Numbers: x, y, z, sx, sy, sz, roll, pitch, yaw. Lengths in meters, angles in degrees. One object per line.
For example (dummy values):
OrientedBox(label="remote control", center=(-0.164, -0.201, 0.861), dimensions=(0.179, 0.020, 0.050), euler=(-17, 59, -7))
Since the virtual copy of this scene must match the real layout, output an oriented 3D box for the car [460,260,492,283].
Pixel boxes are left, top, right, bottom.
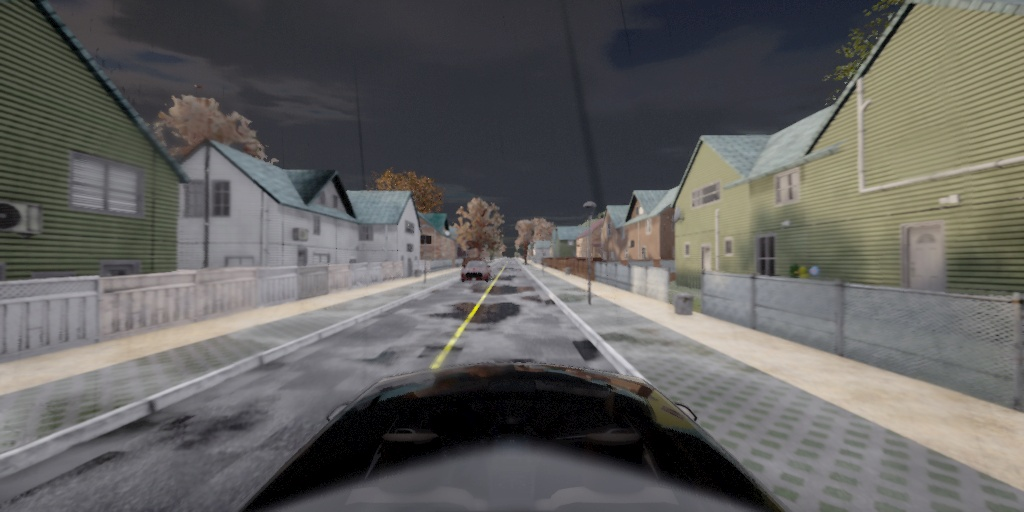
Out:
OrientedBox(label="car", center=(-2.743, 1.095, 28.120), dimensions=(2.097, 1.767, 4.553), euler=(0, 0, 0))
